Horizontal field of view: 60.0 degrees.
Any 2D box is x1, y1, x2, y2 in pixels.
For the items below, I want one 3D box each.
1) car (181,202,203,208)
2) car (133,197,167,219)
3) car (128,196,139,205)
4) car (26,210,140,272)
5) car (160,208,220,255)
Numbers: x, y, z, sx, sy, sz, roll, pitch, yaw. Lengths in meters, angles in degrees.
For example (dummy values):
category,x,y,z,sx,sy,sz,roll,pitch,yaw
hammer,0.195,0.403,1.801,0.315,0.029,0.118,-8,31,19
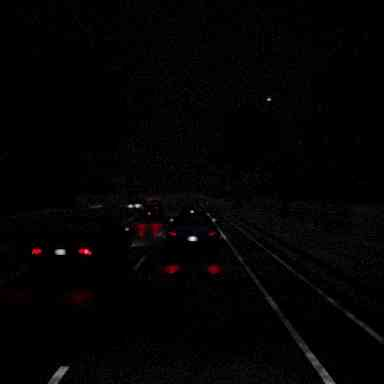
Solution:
category,x,y,z,sx,sy,sz,roll,pitch,yaw
car,0.015,1.515,28.134,1.994,1.385,4.181,0,0,0
car,-3.238,1.442,27.875,2.128,1.511,4.902,0,0,0
car,-9.869,1.459,58.094,1.994,1.385,4.181,0,0,0
car,-3.238,1.528,10.719,2.033,1.411,5.357,0,0,0
car,0.033,1.541,13.190,1.994,1.385,4.181,0,0,0
